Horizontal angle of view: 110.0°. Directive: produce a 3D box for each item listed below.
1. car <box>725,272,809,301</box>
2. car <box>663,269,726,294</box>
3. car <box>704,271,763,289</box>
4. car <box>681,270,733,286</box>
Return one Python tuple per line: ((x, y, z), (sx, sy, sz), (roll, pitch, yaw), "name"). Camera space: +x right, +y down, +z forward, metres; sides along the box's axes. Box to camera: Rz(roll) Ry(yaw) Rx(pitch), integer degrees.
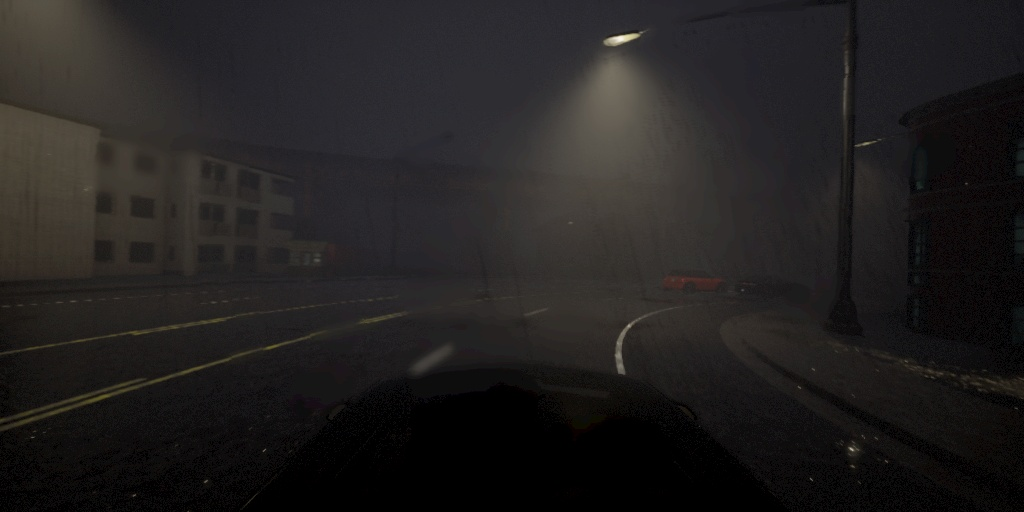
((16.883, 2.045, 23.297), (4.902, 1.511, 2.128), (2, -1, -16), "car")
((13.296, 1.793, 25.971), (4.553, 1.767, 2.097), (2, 0, -21), "car")
((21.926, 2.333, 35.573), (4.902, 1.511, 2.128), (2, 0, -12), "car")
((21.157, 2.344, 38.984), (4.892, 1.490, 1.837), (2, -1, -12), "car")
